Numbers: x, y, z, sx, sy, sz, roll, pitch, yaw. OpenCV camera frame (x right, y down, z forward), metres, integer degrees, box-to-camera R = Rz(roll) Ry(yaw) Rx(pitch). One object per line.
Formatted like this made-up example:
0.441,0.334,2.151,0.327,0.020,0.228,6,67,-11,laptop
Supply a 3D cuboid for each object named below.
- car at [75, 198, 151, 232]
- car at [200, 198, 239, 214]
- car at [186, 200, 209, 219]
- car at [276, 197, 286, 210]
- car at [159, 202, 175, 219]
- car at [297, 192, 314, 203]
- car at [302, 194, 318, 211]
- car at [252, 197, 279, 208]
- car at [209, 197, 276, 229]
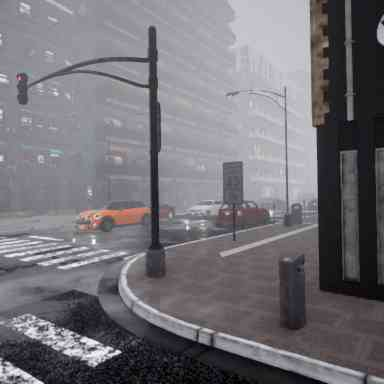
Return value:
-4.485,1.262,19.350,2.097,1.767,4.553,-1,0,36,car
2.885,1.384,33.848,2.008,1.369,4.403,-1,0,36,car
1.431,1.356,27.458,1.812,1.442,4.674,-1,0,36,car
9.147,1.292,38.030,1.994,1.385,4.181,-1,0,37,car
-3.136,1.458,25.735,1.887,1.381,4.507,-1,0,36,car
19.554,0.931,56.743,2.192,1.841,5.009,-1,0,36,car
12.993,1.196,33.494,1.947,1.339,4.313,-1,0,36,car
9.555,1.311,43.006,1.947,1.339,4.313,-1,0,36,car
3.079,1.200,19.695,1.967,1.590,4.097,-1,0,36,car
